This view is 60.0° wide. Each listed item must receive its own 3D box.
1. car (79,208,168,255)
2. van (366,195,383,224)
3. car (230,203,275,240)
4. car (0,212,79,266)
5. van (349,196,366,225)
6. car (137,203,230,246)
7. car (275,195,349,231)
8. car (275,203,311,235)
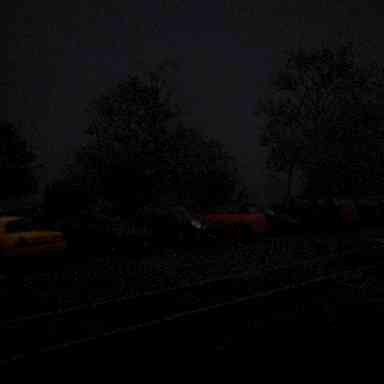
[{"bbox_3d":[-3.617,1.530,13.439,4.792,1.488,2.163,-1,-1,34],"label":"car"},{"bbox_3d":[11.280,1.266,24.074,4.442,1.987,1.878,-1,-1,34],"label":"van"},{"bbox_3d":[1.548,1.372,17.150,4.553,1.767,2.185,-1,0,34],"label":"car"},{"bbox_3d":[-6.553,1.502,11.570,5.366,1.575,1.946,-1,-1,34],"label":"car"},{"bbox_3d":[8.866,1.267,22.330,4.442,1.987,1.878,-1,-1,34],"label":"van"},{"bbox_3d":[-0.915,1.375,15.453,4.553,1.767,2.185,-1,-1,34],"label":"car"},{"bbox_3d":[6.328,1.245,20.668,5.566,2.045,2.435,-1,0,34],"label":"car"},{"bbox_3d":[3.941,1.537,18.914,4.674,1.452,2.002,-1,-1,34],"label":"car"}]
